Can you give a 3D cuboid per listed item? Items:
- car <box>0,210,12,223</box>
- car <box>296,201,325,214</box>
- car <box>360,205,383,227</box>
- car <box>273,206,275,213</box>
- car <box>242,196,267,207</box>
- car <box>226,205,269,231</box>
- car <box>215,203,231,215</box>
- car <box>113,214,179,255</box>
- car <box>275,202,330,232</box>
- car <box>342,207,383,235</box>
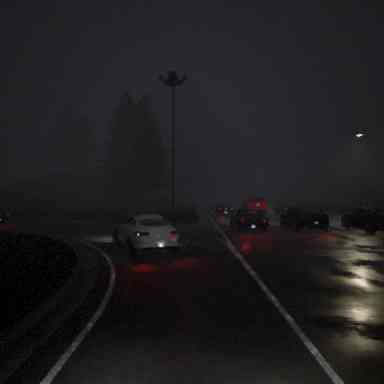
[{"bbox_3d":[-16.366,1.781,25.599,4.718,1.301,1.895,0,0,21],"label":"car"},{"bbox_3d":[14.113,1.842,39.899,1.994,1.385,4.181,0,0,0],"label":"car"},{"bbox_3d":[14.108,1.731,23.903,1.994,1.385,4.181,0,0,0],"label":"car"},{"bbox_3d":[10.613,1.864,37.721,1.895,1.301,4.718,0,0,0],"label":"car"},{"bbox_3d":[7.113,1.489,38.382,2.150,2.045,5.566,0,0,0],"label":"car"},{"bbox_3d":[3.607,1.753,21.768,1.895,1.301,4.718,0,0,0],"label":"car"},{"bbox_3d":[3.613,1.864,37.722,1.895,1.301,4.718,0,0,0],"label":"car"},{"bbox_3d":[-1.985,1.623,13.782,1.812,1.442,4.674,1,0,-23],"label":"car"},{"bbox_3d":[7.109,1.628,21.461,1.882,1.535,5.008,0,0,0],"label":"car"},{"bbox_3d":[10.607,1.629,19.647,2.128,1.511,4.902,0,0,0],"label":"car"}]
